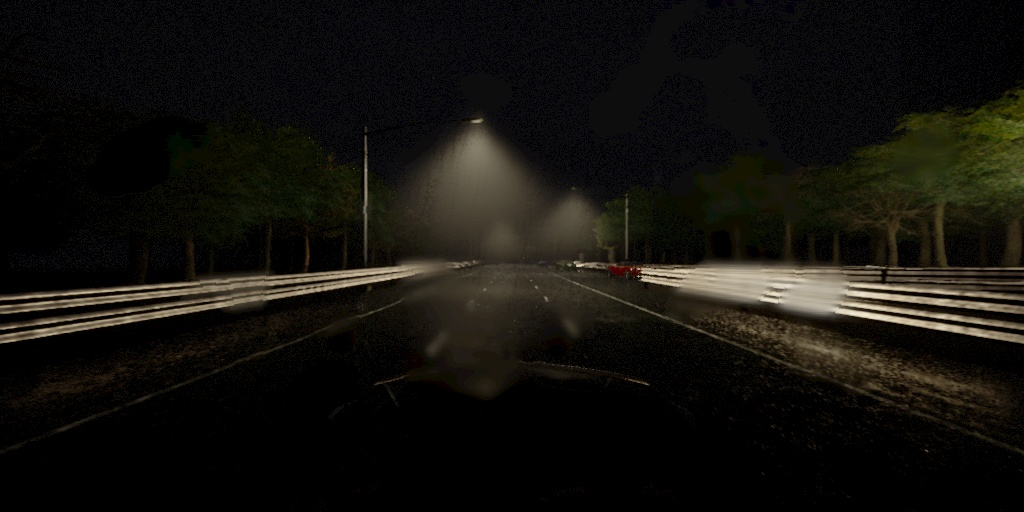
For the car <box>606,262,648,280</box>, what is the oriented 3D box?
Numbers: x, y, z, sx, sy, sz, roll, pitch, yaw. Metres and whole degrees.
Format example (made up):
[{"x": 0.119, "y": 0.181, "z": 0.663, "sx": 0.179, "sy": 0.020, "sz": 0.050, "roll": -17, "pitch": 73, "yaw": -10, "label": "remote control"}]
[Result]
[{"x": 11.473, "y": 1.333, "z": 36.110, "sx": 2.097, "sy": 1.767, "sz": 4.553, "roll": 0, "pitch": 0, "yaw": -19, "label": "car"}]

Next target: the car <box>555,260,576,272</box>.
[{"x": 7.812, "y": 1.394, "z": 52.859, "sx": 2.097, "sy": 1.767, "sz": 4.553, "roll": 0, "pitch": 0, "yaw": -10, "label": "car"}]

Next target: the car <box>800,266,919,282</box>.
[{"x": 18.304, "y": 1.256, "z": 19.236, "sx": 1.812, "sy": 1.442, "sz": 4.674, "roll": 1, "pitch": -2, "yaw": -30, "label": "car"}]
